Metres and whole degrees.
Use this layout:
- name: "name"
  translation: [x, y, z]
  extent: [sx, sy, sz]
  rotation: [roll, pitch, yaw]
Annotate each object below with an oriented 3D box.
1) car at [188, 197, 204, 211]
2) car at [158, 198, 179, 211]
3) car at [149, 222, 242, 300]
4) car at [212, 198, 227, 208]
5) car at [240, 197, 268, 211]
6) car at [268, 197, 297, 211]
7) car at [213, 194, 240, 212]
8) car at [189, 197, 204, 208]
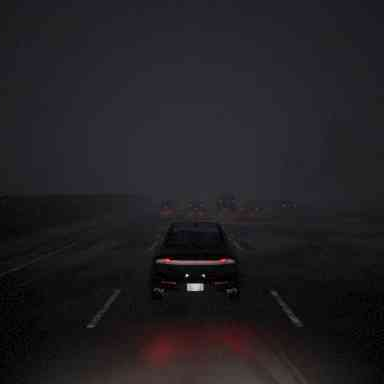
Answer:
- name: "car"
  translation: [0.487, 1.601, 40.269]
  extent: [1.895, 1.301, 4.718]
  rotation: [0, 0, 1]
- name: "car"
  translation: [-3.008, 1.505, 40.700]
  extent: [1.837, 1.490, 4.892]
  rotation: [0, 0, 1]
- name: "car"
  translation: [0.089, 1.492, 8.379]
  extent: [2.128, 1.511, 4.902]
  rotation: [0, 0, 1]
- name: "car"
  translation: [4.101, 1.601, 49.395]
  extent: [1.895, 1.301, 4.718]
  rotation: [0, 0, 1]
- name: "car"
  translation: [7.491, 1.601, 40.599]
  extent: [1.895, 1.301, 4.718]
  rotation: [0, 0, 1]
- name: "car"
  translation: [10.980, 1.547, 39.692]
  extent: [2.033, 1.411, 5.357]
  rotation: [0, 0, 1]
- name: "car"
  translation: [3.981, 1.221, 39.809]
  extent: [2.150, 2.045, 5.566]
  rotation: [0, 0, 1]
- name: "car"
  translation: [0.601, 1.492, 49.409]
  extent: [2.128, 1.511, 4.902]
  rotation: [0, 0, 1]
